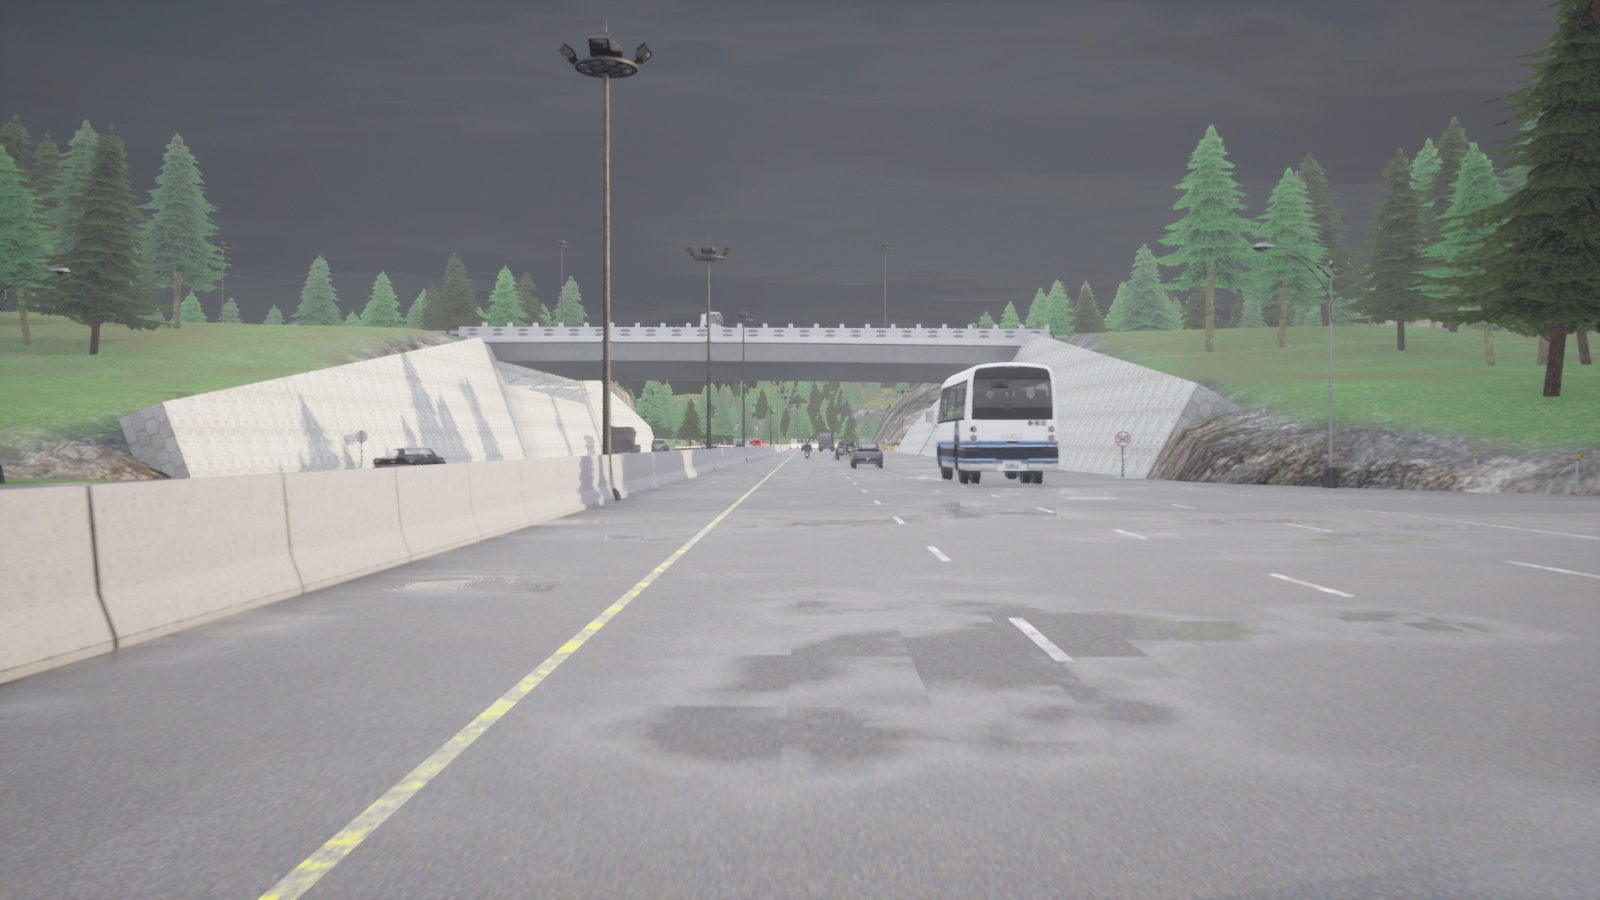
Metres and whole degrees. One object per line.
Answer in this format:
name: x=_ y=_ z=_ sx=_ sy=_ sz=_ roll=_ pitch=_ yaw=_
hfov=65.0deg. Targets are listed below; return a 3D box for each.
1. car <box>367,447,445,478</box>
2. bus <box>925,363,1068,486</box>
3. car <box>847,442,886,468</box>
car: x=-17.173 y=0.523 z=54.927 sx=1.895 sy=1.301 sz=4.718 roll=0 pitch=0 yaw=0
bus: x=7.292 y=-0.898 z=48.507 sx=3.944 sy=4.253 sz=10.273 roll=0 pitch=0 yaw=0
car: x=3.943 y=0.282 z=75.149 sx=2.128 sy=1.511 sz=4.902 roll=0 pitch=0 yaw=0
